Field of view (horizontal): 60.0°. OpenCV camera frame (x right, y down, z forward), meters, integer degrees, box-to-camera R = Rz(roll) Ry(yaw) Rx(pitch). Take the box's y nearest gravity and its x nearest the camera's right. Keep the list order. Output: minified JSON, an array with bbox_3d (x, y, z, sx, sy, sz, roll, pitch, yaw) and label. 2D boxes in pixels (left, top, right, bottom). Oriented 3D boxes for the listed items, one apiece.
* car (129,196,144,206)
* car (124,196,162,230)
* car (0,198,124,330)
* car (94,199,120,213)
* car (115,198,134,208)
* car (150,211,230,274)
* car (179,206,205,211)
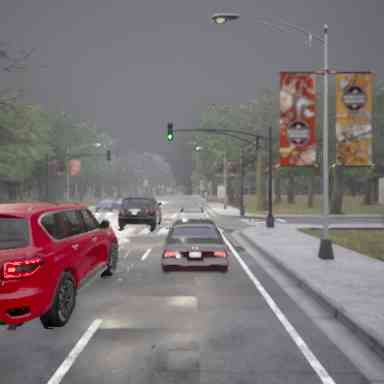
[{"bbox_3d":[-9.947,1.599,59.984,1.837,1.490,4.892,0,0,0],"label":"car"},{"bbox_3d":[-3.210,1.251,21.187,2.150,2.045,5.566,0,0,0],"label":"car"},{"bbox_3d":[-3.167,1.231,7.122,2.150,2.045,5.566,0,0,0],"label":"car"},{"bbox_3d":[-9.958,1.583,39.223,1.812,1.442,4.674,0,0,0],"label":"car"},{"bbox_3d":[-9.982,1.601,49.316,1.812,1.442,4.674,0,0,0],"label":"car"},{"bbox_3d":[0.072,1.559,10.531,2.033,1.411,5.357,0,0,0],"label":"car"},{"bbox_3d":[0.019,1.630,23.601,1.895,1.301,4.718,0,0,0],"label":"car"}]
